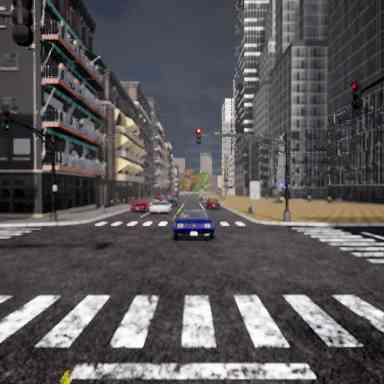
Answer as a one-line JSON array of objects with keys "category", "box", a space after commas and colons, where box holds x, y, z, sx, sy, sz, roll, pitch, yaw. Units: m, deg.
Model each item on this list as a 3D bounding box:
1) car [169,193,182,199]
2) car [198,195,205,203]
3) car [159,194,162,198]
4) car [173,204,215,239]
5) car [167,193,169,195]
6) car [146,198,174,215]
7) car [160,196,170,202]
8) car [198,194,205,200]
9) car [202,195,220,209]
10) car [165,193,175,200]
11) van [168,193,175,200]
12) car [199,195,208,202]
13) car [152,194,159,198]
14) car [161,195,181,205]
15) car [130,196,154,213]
[{"category": "car", "box": [-2.988, 1.059, 65.374, 1.837, 1.490, 4.892, 0, 0, 0]}, {"category": "car", "box": [2.657, 1.456, 65.204, 2.008, 1.369, 4.403, -1, 0, 0]}, {"category": "car", "box": [-5.695, 1.233, 53.851, 2.192, 1.841, 5.009, -1, 0, 0]}, {"category": "car", "box": [0.096, 1.540, 17.112, 1.895, 1.301, 4.718, 0, 1, 0]}, {"category": "car", "box": [-5.692, 1.352, 59.499, 1.967, 1.590, 4.097, -1, 0, 0]}, {"category": "car", "box": [-3.093, 1.547, 33.239, 1.895, 1.301, 4.718, 0, 0, 0]}, {"category": "car", "box": [-5.689, 1.480, 70.798, 1.802, 1.307, 4.206, -1, 0, 0]}, {"category": "car", "box": [2.661, 1.398, 93.620, 1.752, 1.417, 4.829, -1, 0, 0]}, {"category": "car", "box": [2.653, 1.478, 42.609, 1.887, 1.381, 4.507, -1, 0, 0]}, {"category": "car", "box": [-5.690, 1.194, 87.744, 2.192, 1.841, 5.009, -1, 0, 0]}, {"category": "van", "box": [-5.688, 1.214, 93.392, 1.690, 1.788, 3.998, -1, 0, 0]}, {"category": "car", "box": [2.659, 1.436, 76.503, 1.887, 1.381, 4.507, -1, 0, 0]}, {"category": "car", "box": [-5.695, 1.373, 42.552, 1.967, 1.590, 4.097, -1, 0, 0]}, {"category": "car", "box": [-3.073, 1.487, 49.387, 1.994, 1.385, 4.181, 0, 0, 0]}, {"category": "car", "box": [-5.695, 1.486, 36.904, 1.887, 1.381, 4.507, -1, 0, 0]}]
